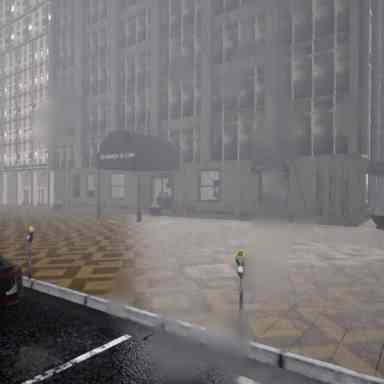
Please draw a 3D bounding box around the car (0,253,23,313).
[{"bbox_3d":[-4.978,1.564,6.443,4.313,1.339,1.947,0,1,36],"label":"car"}]
